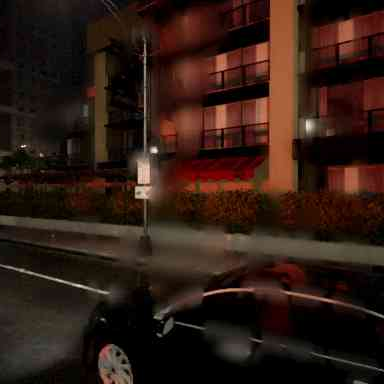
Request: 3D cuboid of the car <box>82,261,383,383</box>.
[{"bbox_3d":[0.906,1.504,3.400,4.892,1.490,1.837,0,0,35],"label":"car"}]
